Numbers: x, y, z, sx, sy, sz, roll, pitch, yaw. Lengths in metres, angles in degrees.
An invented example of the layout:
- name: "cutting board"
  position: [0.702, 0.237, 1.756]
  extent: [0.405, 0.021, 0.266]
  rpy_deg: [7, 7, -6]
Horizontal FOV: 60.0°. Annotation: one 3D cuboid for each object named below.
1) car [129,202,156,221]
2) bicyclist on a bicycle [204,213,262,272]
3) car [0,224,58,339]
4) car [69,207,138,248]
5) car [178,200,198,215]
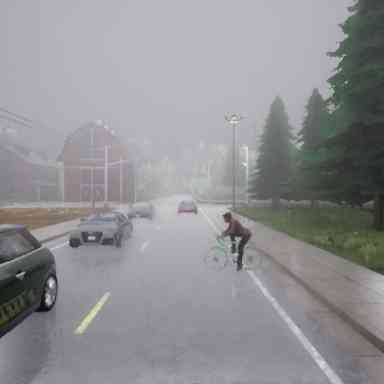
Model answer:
- name: "car"
  position: [-4.003, 1.509, 26.835]
  extent: [1.812, 1.442, 4.674]
  rpy_deg: [0, 0, -1]
- name: "bicyclist on a bicycle"
  position: [1.154, 1.418, 9.347]
  extent: [1.656, 1.620, 0.582]
  rpy_deg: [0, 0, -1]
- name: "car"
  position: [-3.652, 1.349, 4.617]
  extent: [2.097, 1.767, 4.553]
  rpy_deg: [0, 0, -1]
- name: "car"
  position: [-3.815, 1.555, 14.546]
  extent: [1.994, 1.385, 4.181]
  rpy_deg: [0, 0, -1]
- name: "car"
  position: [-0.440, 1.543, 34.246]
  extent: [1.994, 1.385, 4.181]
  rpy_deg: [0, 0, -1]
